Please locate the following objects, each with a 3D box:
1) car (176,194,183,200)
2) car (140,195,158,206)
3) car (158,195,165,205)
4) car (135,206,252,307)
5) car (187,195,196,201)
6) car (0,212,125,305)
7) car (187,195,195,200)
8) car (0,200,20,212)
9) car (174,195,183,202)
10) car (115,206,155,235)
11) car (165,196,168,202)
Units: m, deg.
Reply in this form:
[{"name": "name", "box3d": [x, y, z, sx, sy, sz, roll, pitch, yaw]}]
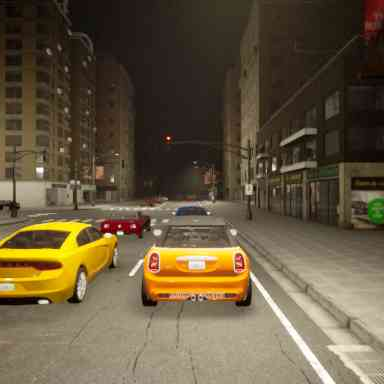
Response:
[{"name": "car", "box3d": [-3.432, 1.421, 90.794, 1.882, 1.535, 5.008, 0, 0, 0]}, {"name": "car", "box3d": [-6.693, 1.545, 50.313, 1.812, 1.442, 4.674, 0, 0, 0]}, {"name": "car", "box3d": [-6.689, 1.380, 61.213, 2.097, 1.767, 4.553, 0, 0, 0]}, {"name": "car", "box3d": [0.084, 1.353, 8.164, 2.097, 1.767, 4.553, 0, 0, 0]}, {"name": "car", "box3d": [-0.161, 1.399, 80.765, 2.097, 1.767, 4.553, 0, 0, 0]}, {"name": "car", "box3d": [-3.165, 1.478, 8.173, 1.882, 1.535, 5.008, 0, 0, 0]}, {"name": "car", "box3d": [-0.182, 1.483, 90.800, 2.033, 1.411, 5.357, 0, 0, 0]}, {"name": "car", "box3d": [-22.226, 1.596, 38.513, 4.313, 1.339, 1.947, 0, 0, 0]}, {"name": "car", "box3d": [-3.410, 1.543, 80.372, 1.837, 1.490, 4.892, 0, 0, 0]}, {"name": "car", "box3d": [-3.284, 1.603, 17.430, 1.895, 1.301, 4.718, 0, 0, 0]}, {"name": "car", "box3d": [-6.654, 1.636, 76.423, 1.895, 1.301, 4.718, 0, 0, 0]}]
